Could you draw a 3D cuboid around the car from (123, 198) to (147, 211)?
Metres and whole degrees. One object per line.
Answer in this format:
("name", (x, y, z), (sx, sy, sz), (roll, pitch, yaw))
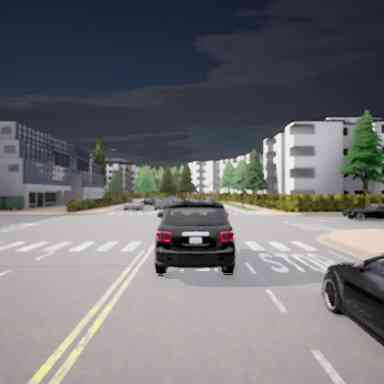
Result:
("car", (-7.306, 1.709, 41.842), (1.895, 1.301, 4.718), (0, 0, 1))

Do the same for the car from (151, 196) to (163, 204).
("car", (-7.515, 1.709, 71.329), (2.128, 1.511, 4.902), (0, 0, -1))

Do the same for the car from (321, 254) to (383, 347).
("car", (3.570, 1.577, 5.006), (1.994, 1.385, 4.181), (0, 0, 0))

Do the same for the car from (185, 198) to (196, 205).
("car", (-0.268, 1.762, 62.678), (1.895, 1.301, 4.718), (0, 0, -1))

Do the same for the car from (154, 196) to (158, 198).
("car", (-3.720, 1.613, 41.852), (1.837, 1.490, 4.892), (0, 0, -2))

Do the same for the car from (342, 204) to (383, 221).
("car", (14.860, 1.655, 27.113), (4.718, 1.301, 1.895), (0, 0, 0))

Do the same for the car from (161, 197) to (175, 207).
("car", (-3.866, 1.643, 53.918), (1.837, 1.490, 4.892), (0, 0, 0))

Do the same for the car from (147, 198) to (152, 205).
("car", (-7.380, 1.691, 55.862), (2.033, 1.411, 5.357), (0, 0, 0))

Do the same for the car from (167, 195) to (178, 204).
("car", (-3.925, 1.527, 67.890), (2.097, 1.767, 4.553), (0, 0, -1))

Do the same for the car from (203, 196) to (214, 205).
("car", (3.185, 1.647, 65.752), (1.882, 1.535, 5.008), (0, 0, -1))

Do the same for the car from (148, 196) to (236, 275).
("car", (0.031, 1.252, 10.714), (2.150, 2.045, 5.566), (0, 0, -1))
